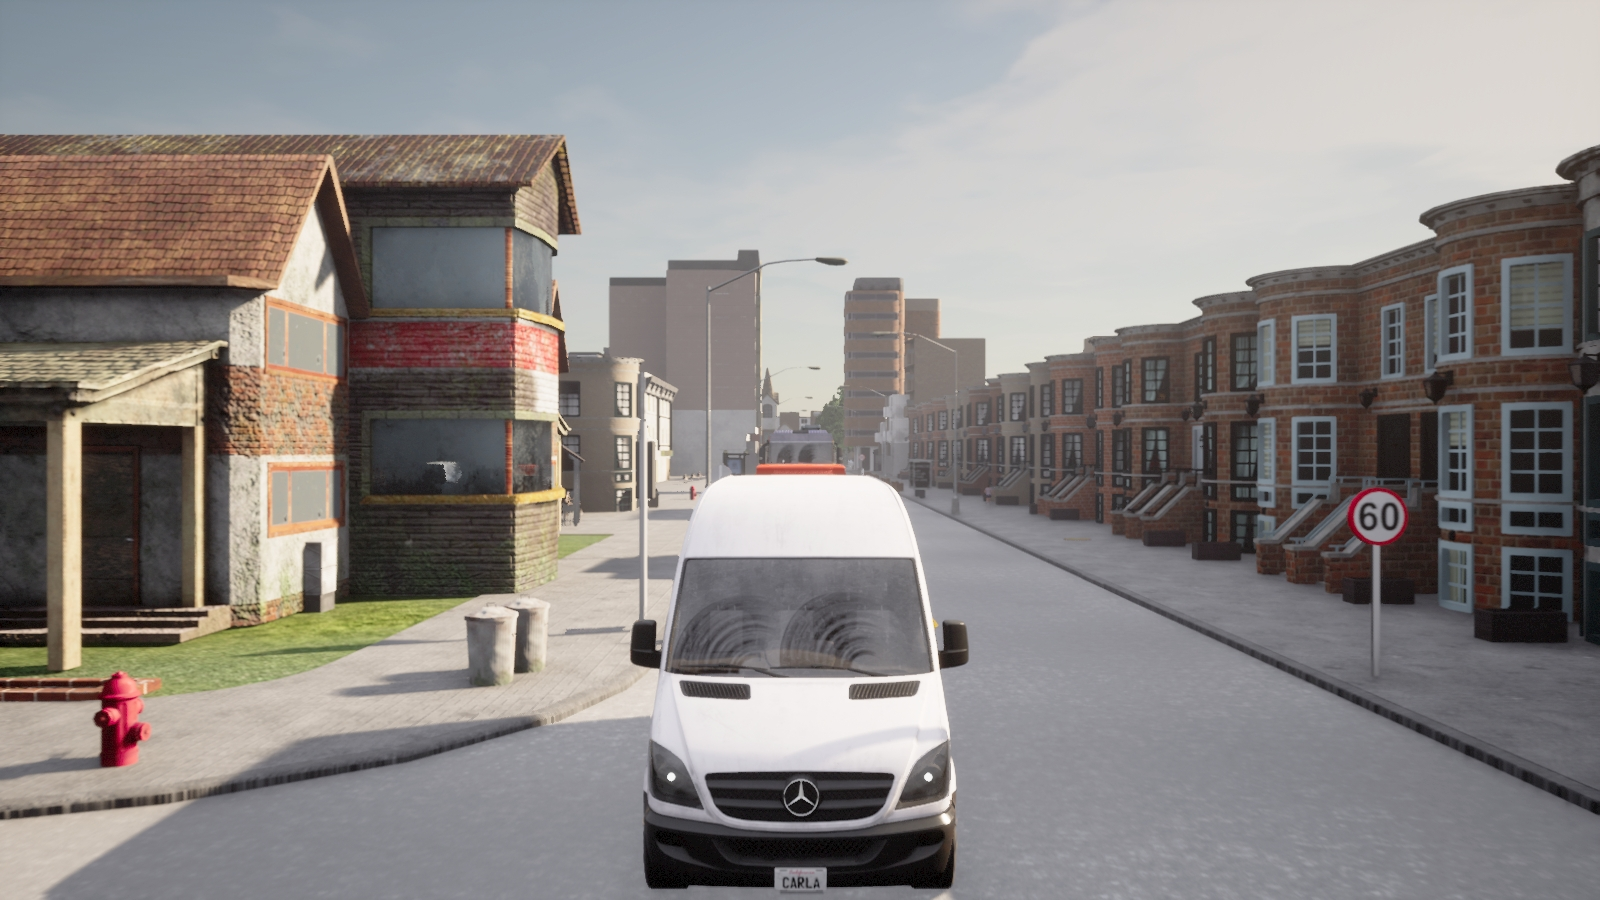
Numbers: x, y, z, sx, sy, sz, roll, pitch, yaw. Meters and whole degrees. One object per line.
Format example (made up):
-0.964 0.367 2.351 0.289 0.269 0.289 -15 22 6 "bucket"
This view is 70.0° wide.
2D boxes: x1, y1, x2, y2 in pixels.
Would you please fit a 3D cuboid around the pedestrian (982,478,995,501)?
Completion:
9.124 1.900 55.182 0.500 1.100 0.500 0 0 -7 "pedestrian"

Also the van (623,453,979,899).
0.004 1.314 9.334 1.988 2.561 5.915 0 0 0 "van"

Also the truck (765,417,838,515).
0.030 0.661 49.137 2.891 3.827 8.468 0 -1 0 "truck"
